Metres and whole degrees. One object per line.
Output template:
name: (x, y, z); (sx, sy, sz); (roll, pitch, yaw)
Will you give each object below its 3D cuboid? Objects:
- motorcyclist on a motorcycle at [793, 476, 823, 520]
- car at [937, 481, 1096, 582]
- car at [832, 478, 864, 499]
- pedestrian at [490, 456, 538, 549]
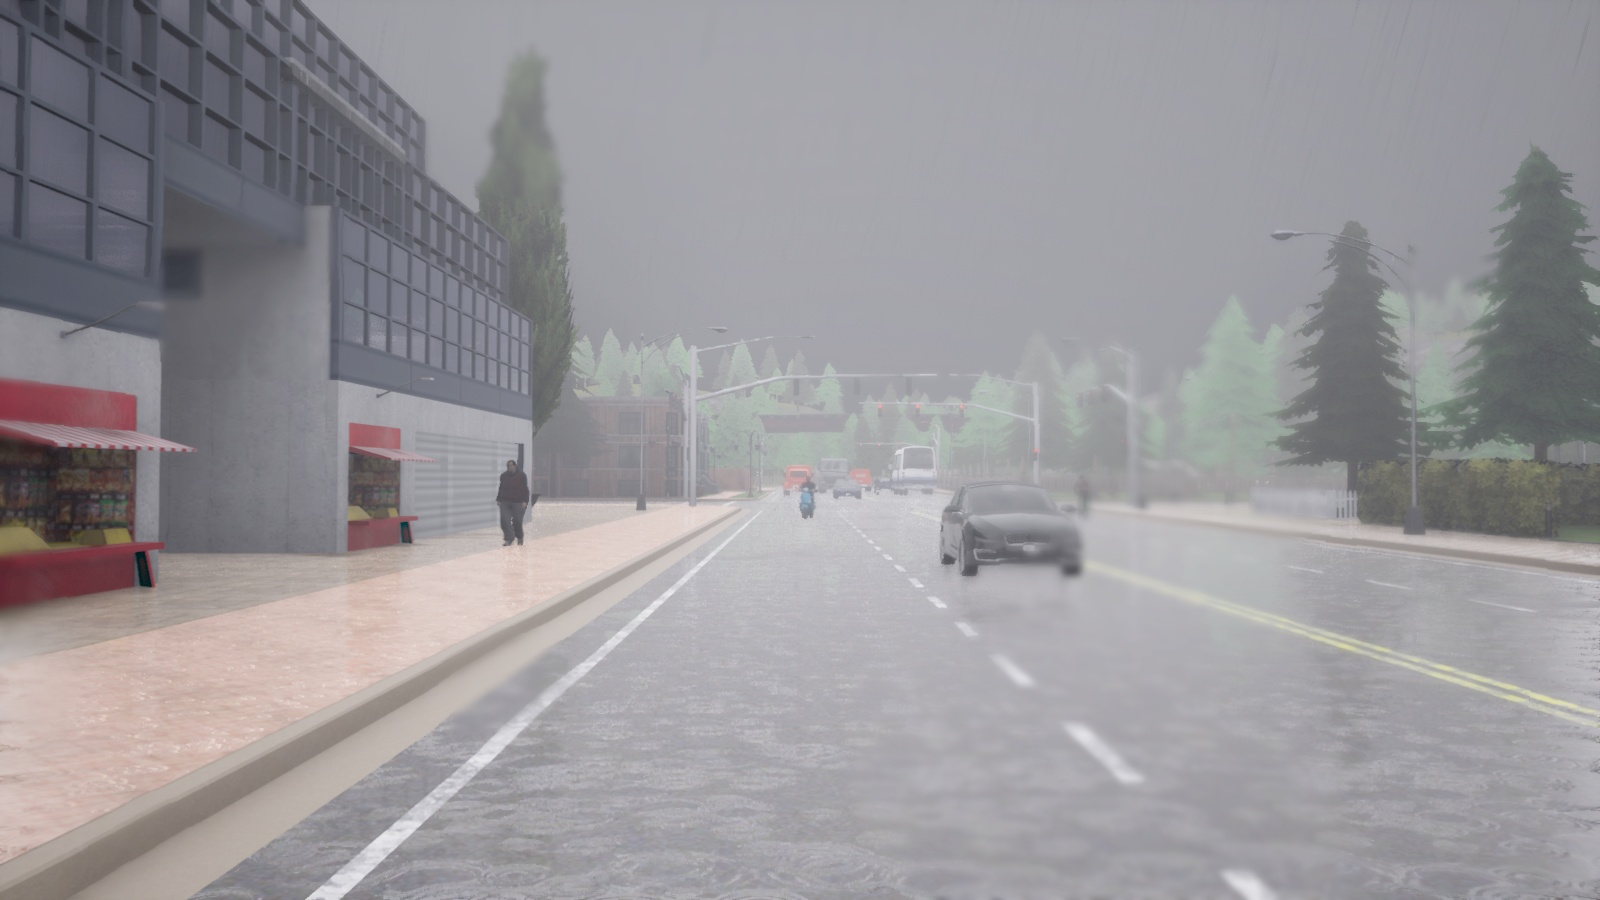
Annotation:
motorcyclist on a motorcycle: (0.309, 1.793, 47.186); (0.866, 1.590, 1.817); (1, -1, 9)
car: (3.495, 1.271, 21.205); (1.837, 1.490, 4.892); (0, -1, 0)
car: (3.495, 2.812, 92.875); (2.163, 1.488, 4.792); (0, -1, 0)
pedestrian: (-5.740, 1.049, 25.236); (0.634, 1.844, 0.899); (0, -1, 9)
